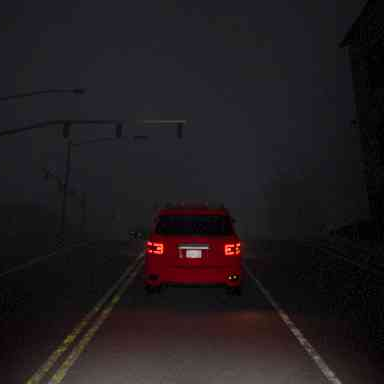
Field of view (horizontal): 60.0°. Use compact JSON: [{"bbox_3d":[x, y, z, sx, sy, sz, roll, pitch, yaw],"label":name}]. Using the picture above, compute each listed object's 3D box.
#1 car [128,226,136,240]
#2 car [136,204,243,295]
[{"bbox_3d":[-3.657,3.312,25.528,1.837,1.490,4.892,0,-14,0],"label":"car"},{"bbox_3d":[0.066,1.346,9.221,2.150,2.045,5.566,1,-1,1],"label":"car"}]
